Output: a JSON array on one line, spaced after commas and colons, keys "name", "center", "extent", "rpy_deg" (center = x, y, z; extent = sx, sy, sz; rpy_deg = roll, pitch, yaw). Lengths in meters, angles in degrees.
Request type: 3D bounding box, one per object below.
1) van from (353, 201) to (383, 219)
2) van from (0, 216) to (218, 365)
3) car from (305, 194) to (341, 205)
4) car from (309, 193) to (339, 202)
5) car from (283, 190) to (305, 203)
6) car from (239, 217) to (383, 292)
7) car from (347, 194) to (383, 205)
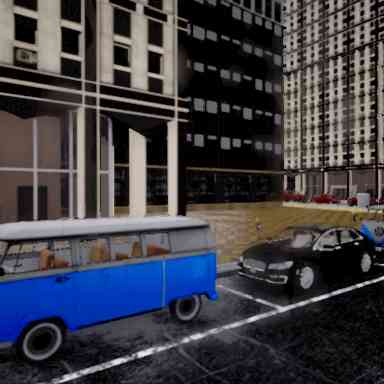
[{"name": "van", "center": [7.763, 1.326, 12.098], "extent": [3.998, 1.788, 1.690], "rpy_deg": [0, 0, -35]}, {"name": "van", "center": [-1.434, 1.339, 5.538], "extent": [3.998, 1.788, 1.690], "rpy_deg": [0, 0, -35]}, {"name": "car", "center": [18.121, 1.064, 45.301], "extent": [1.802, 1.307, 4.206], "rpy_deg": [1, 0, -36]}, {"name": "car", "center": [21.649, 0.935, 54.763], "extent": [1.802, 1.307, 4.206], "rpy_deg": [1, 0, -36]}, {"name": "car", "center": [14.881, 0.689, 49.830], "extent": [2.192, 1.841, 5.009], "rpy_deg": [1, 0, -36]}, {"name": "car", "center": [3.165, 1.542, 8.818], "extent": [4.403, 1.369, 2.008], "rpy_deg": [0, 0, -35]}, {"name": "car", "center": [21.372, 1.029, 40.770], "extent": [1.967, 1.590, 4.097], "rpy_deg": [1, 0, -36]}]
